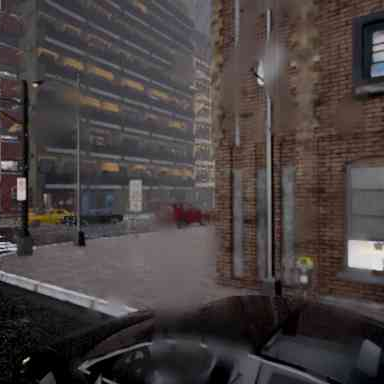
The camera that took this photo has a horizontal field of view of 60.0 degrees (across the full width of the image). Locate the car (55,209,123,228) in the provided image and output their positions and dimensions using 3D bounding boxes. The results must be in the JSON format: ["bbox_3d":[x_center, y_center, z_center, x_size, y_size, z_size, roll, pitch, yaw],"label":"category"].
[{"bbox_3d":[-7.615,2.001,25.522,1.895,1.301,4.718,0,-1,35],"label":"car"}]

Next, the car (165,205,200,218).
[{"bbox_3d":[-1.074,2.234,39.401,1.887,1.381,4.507,-2,-2,35],"label":"car"}]

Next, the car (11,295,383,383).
[{"bbox_3d":[0.329,1.569,2.642,4.313,1.339,1.947,0,0,35],"label":"car"}]

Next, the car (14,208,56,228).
[{"bbox_3d":[-10.918,1.902,25.345,1.752,1.417,4.829,-2,-2,35],"label":"car"}]

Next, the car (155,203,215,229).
[{"bbox_3d":[-0.701,1.756,25.392,2.192,1.841,5.009,-2,-2,35],"label":"car"}]

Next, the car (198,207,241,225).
[{"bbox_3d":[2.550,2.089,30.025,1.887,1.381,4.507,-2,-2,35],"label":"car"}]
